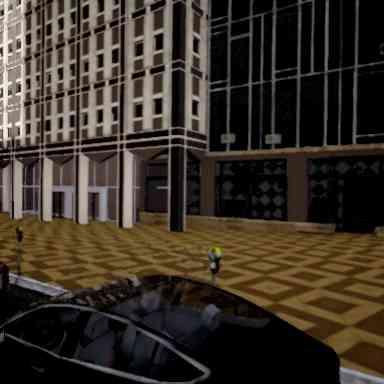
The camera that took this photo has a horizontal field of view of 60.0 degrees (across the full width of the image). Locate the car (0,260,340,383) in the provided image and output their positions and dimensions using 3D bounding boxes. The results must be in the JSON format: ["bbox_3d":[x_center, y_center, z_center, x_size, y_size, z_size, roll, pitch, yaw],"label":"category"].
[{"bbox_3d":[-0.766,1.568,3.408,4.313,1.339,1.947,0,1,36],"label":"car"}]
